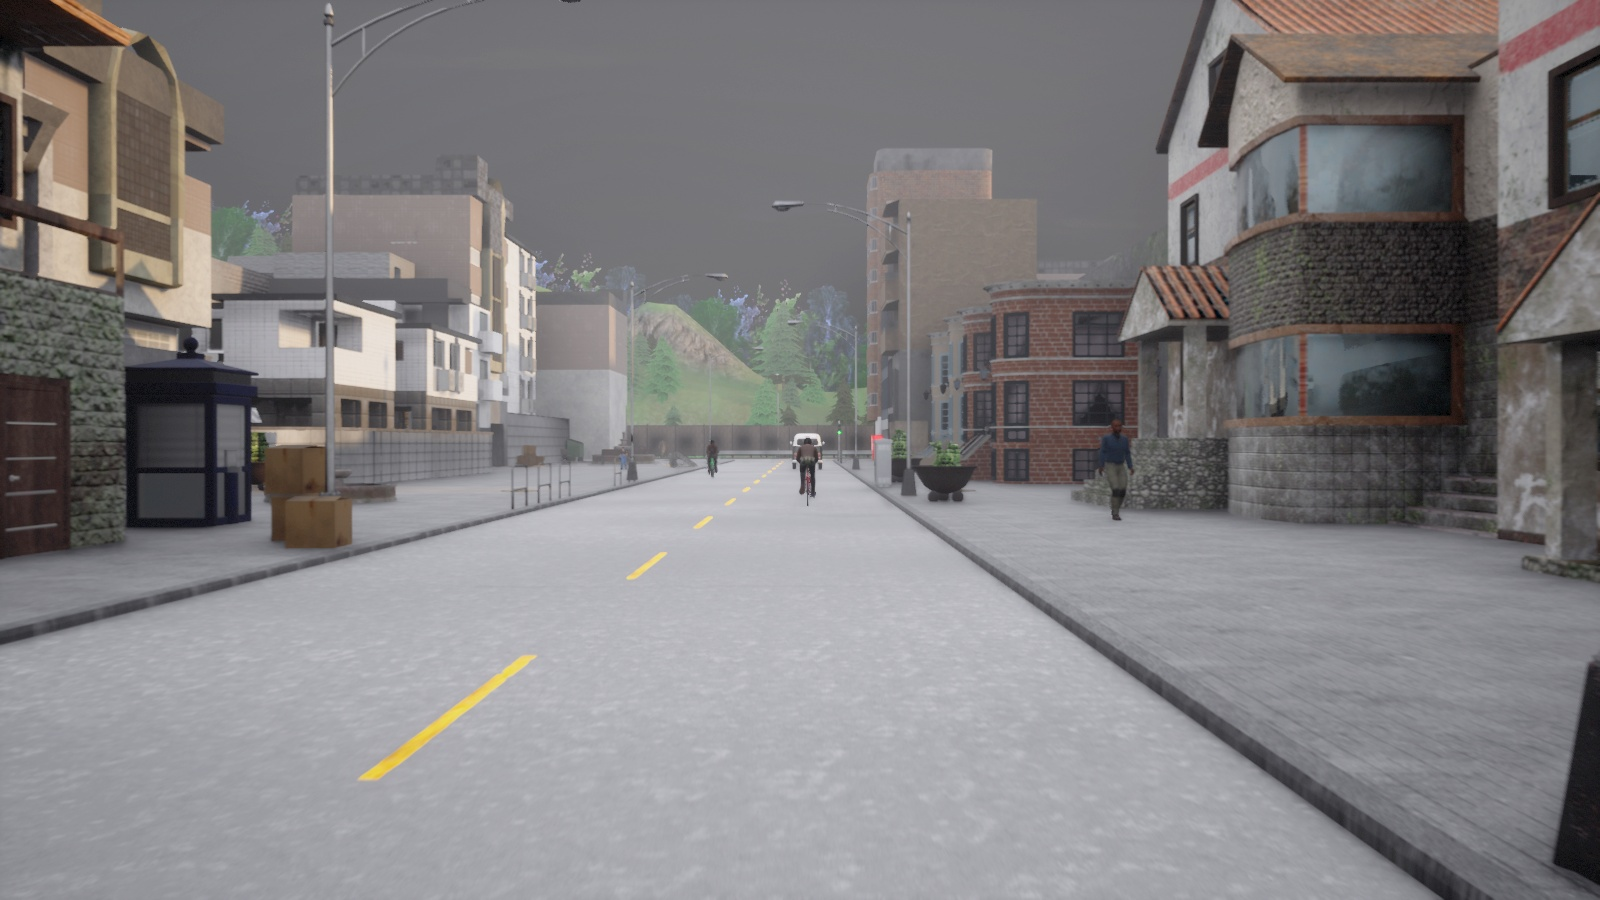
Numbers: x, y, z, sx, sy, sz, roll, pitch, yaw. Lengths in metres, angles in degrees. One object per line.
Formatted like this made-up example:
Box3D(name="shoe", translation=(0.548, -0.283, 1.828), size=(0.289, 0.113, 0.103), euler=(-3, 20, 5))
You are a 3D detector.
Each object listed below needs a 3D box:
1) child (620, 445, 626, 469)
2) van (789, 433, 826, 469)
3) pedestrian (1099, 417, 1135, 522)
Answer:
Box3D(name="child", translation=(-9.273, 0.358, 65.813), size=(0.270, 1.263, 0.437), euler=(0, 0, -1))
Box3D(name="van", translation=(0.429, 0.059, 73.014), size=(2.069, 2.038, 4.480), euler=(0, 0, 0))
Box3D(name="pedestrian", translation=(5.599, 0.334, 22.216), size=(0.370, 1.835, 0.726), euler=(0, 0, -7))
